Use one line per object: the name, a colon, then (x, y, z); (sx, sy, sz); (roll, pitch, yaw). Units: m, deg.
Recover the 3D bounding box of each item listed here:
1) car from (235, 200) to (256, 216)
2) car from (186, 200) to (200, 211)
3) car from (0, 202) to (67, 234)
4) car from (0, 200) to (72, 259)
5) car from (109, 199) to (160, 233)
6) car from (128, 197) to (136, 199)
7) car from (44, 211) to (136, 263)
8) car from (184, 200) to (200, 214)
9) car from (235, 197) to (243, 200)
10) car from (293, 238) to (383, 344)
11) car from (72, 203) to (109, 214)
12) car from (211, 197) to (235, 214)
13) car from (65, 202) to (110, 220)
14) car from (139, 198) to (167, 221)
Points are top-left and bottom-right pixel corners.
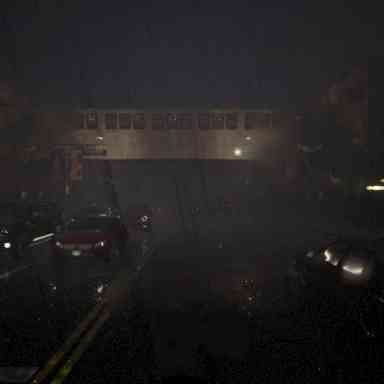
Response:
car: (6.720, 2.026, 43.513); (1.895, 1.301, 4.718); (0, -1, 0)
car: (0.123, 1.997, 51.025); (2.128, 1.511, 4.902); (0, -1, 0)
car: (-10.042, 1.568, 21.511); (2.185, 1.767, 4.553); (0, -1, 0)
car: (-7.067, 1.357, 13.569); (2.150, 2.045, 5.566); (0, -1, -1)
car: (-3.556, 1.565, 21.413); (2.097, 1.767, 4.553); (0, -1, 0)
car: (-7.039, 1.681, 33.219); (2.097, 1.767, 4.553); (0, -1, 1)
car: (-3.562, 1.652, 12.625); (1.812, 1.442, 4.674); (0, -1, 1)
car: (0.043, 2.008, 41.055); (1.895, 1.301, 4.718); (0, -1, 1)
car: (6.674, 1.733, 50.913); (2.435, 2.045, 5.566); (0, -1, 0)
car: (3.600, 1.613, 6.462); (2.033, 1.411, 5.357); (0, -1, 0)
car: (-7.048, 1.738, 23.488); (1.837, 1.490, 4.892); (0, -1, 1)
car: (3.539, 1.624, 40.641); (2.150, 2.045, 5.566); (0, -1, 1)
car: (-10.009, 1.801, 32.284); (2.231, 1.521, 4.892); (0, -1, 10)
car: (-3.552, 1.657, 30.789); (2.097, 1.767, 4.553); (0, -1, 1)
